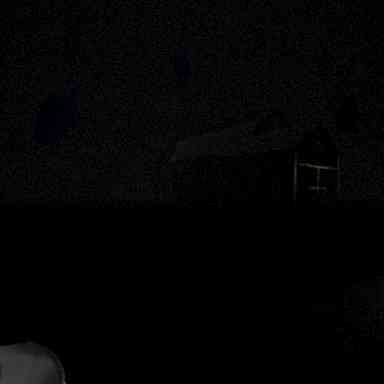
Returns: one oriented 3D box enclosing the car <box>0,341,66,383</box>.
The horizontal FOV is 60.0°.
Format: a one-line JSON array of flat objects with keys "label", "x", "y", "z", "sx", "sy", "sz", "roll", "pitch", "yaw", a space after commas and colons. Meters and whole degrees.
[{"label": "car", "x": -2.759, "y": 1.535, "z": 1.092, "sx": 4.674, "sy": 1.442, "sz": 1.812, "roll": 0, "pitch": 0, "yaw": -36}]
